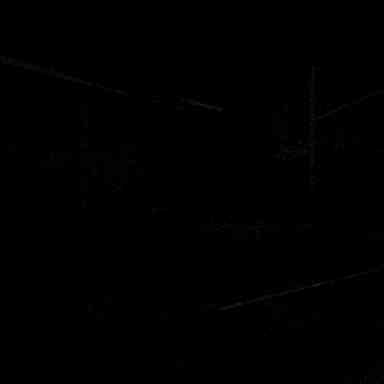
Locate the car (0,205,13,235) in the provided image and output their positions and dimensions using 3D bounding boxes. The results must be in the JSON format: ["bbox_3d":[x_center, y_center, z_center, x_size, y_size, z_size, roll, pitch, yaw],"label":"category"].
[{"bbox_3d":[-11.453,1.523,18.621,2.242,1.667,4.611,1,0,-36],"label":"car"}]

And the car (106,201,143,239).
[{"bbox_3d":[-4.324,1.448,18.358,1.905,1.878,3.866,1,0,-36],"label":"car"}]
